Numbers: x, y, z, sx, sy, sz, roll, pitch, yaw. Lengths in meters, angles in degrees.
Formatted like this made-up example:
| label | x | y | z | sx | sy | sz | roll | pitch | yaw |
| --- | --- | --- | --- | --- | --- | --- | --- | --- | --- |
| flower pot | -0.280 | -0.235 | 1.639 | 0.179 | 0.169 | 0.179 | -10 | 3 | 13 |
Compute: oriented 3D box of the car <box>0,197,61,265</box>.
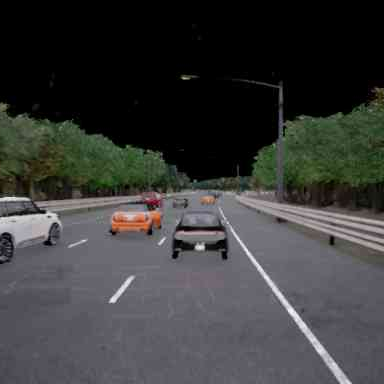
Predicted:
| label | x | y | z | sx | sy | sz | roll | pitch | yaw |
| --- | --- | --- | --- | --- | --- | --- | --- | --- | --- |
| car | -6.644 | 1.174 | 11.639 | 2.150 | 2.045 | 5.566 | 0 | 0 | 2 |

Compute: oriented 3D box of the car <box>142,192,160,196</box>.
| label | x | y | z | sx | sy | sz | roll | pitch | yaw |
| --- | --- | --- | --- | --- | --- | --- | --- | --- | --- |
| car | -5.142 | 1.076 | 42.556 | 2.150 | 2.045 | 5.566 | 0 | 0 | 4 |

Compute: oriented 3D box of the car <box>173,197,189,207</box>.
| label | x | y | z | sx | sy | sz | roll | pitch | yaw |
| --- | --- | --- | --- | --- | --- | --- | --- | --- | --- |
| car | -1.459 | 1.349 | 44.909 | 2.128 | 1.511 | 4.902 | 0 | 0 | 4 |

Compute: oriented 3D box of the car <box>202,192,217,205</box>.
| label | x | y | z | sx | sy | sz | roll | pitch | yaw |
| --- | --- | --- | --- | --- | --- | --- | --- | --- | --- |
| car | 2.778 | 1.176 | 56.086 | 2.097 | 1.767 | 4.553 | 0 | 0 | 4 |

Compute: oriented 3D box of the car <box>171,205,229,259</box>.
| label | x | y | z | sx | sy | sz | roll | pitch | yaw |
| --- | --- | --- | --- | --- | --- | --- | --- | --- | --- |
| car | 0.318 | 1.463 | 12.444 | 2.128 | 1.511 | 4.902 | 0 | 0 | 2 |

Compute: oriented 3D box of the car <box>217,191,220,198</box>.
| label | x | y | z | sx | sy | sz | roll | pitch | yaw |
| --- | --- | --- | --- | --- | --- | --- | --- | --- | --- |
| car | 4.728 | 0.948 | 77.931 | 2.150 | 2.045 | 5.566 | 0 | 0 | 6 |

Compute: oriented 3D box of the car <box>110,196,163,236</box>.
| label | x | y | z | sx | sy | sz | roll | pitch | yaw |
| --- | --- | --- | --- | --- | --- | --- | --- | --- | --- |
| car | -2.874 | 1.297 | 18.085 | 2.097 | 1.767 | 4.553 | 0 | 0 | 2 |
